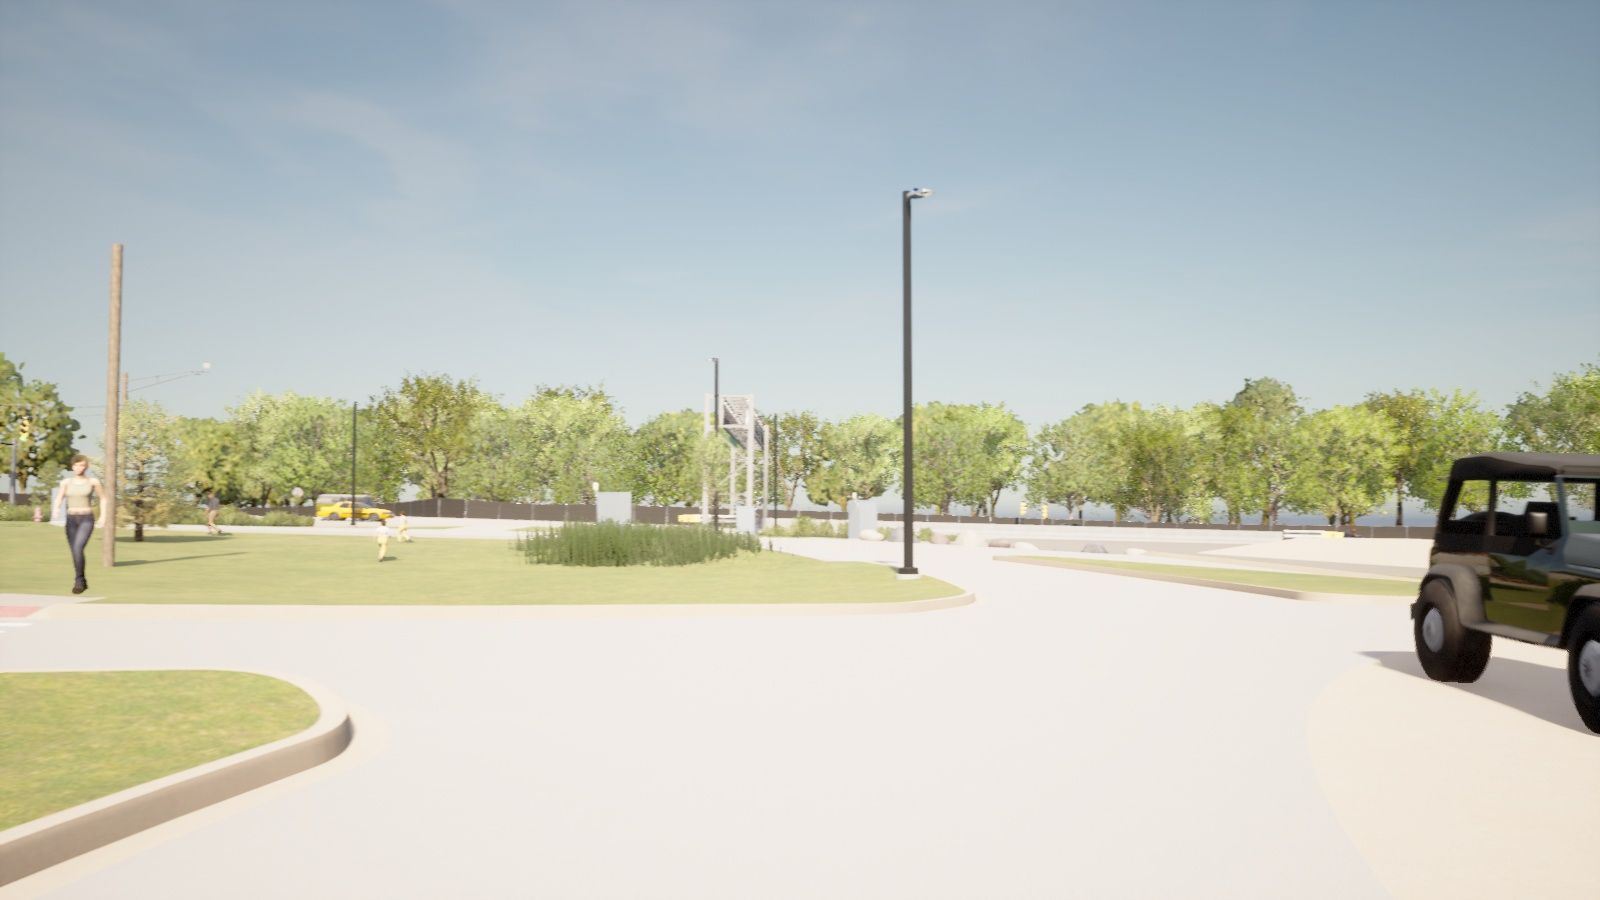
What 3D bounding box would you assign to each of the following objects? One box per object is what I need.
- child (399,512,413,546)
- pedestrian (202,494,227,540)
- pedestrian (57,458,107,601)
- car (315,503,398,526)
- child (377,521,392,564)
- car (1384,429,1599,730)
[{"bbox_3d":[-14.704,2.929,46.865,0.437,1.263,0.270,-2,-3,23],"label":"child"},{"bbox_3d":[-23.658,2.719,50.758,0.694,1.848,0.540,-1,-3,6],"label":"pedestrian"},{"bbox_3d":[-9.450,1.038,16.540,0.345,1.836,0.594,0,-3,-7],"label":"pedestrian"},{"bbox_3d":[-32.659,4.737,92.549,5.366,1.575,1.801,1,-3,1],"label":"car"},{"bbox_3d":[-12.366,2.747,37.377,0.270,1.263,0.437,-1,-3,3],"label":"child"},{"bbox_3d":[6.044,0.878,9.217,1.905,1.878,3.866,1,-2,4],"label":"car"}]
